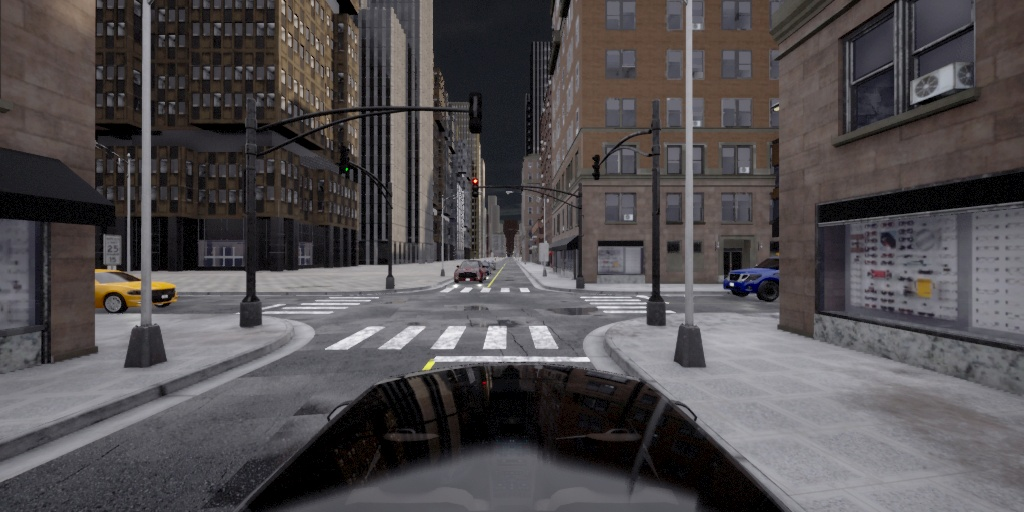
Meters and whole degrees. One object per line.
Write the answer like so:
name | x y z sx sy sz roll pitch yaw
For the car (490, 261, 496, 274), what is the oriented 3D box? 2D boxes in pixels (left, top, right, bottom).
car | -3.171 1.299 38.098 2.033 1.411 5.357 0 0 0

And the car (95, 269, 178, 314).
car | -15.367 1.232 13.272 5.008 1.535 1.882 0 0 0

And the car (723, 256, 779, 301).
car | 13.002 0.971 16.726 5.566 2.045 2.150 0 0 -1

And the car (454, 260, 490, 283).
car | -3.156 1.103 27.840 2.097 1.767 4.553 0 0 0

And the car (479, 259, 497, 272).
car | -3.183 1.242 48.578 2.128 1.511 4.902 0 0 0
